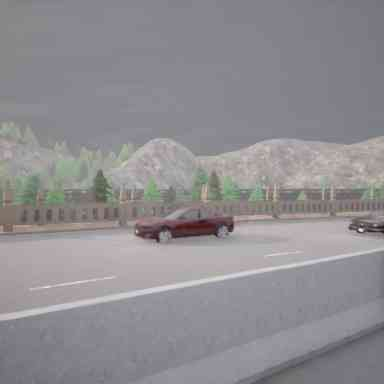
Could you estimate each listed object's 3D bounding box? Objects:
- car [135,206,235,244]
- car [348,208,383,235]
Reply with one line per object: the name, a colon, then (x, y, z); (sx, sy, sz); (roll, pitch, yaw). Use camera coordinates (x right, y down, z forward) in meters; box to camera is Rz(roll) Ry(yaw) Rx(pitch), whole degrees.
car: (-0.269, 1.478, 15.974); (5.008, 1.535, 1.882); (0, 0, -30)
car: (10.993, 1.548, 17.978); (5.357, 1.411, 2.033); (0, 0, -25)
